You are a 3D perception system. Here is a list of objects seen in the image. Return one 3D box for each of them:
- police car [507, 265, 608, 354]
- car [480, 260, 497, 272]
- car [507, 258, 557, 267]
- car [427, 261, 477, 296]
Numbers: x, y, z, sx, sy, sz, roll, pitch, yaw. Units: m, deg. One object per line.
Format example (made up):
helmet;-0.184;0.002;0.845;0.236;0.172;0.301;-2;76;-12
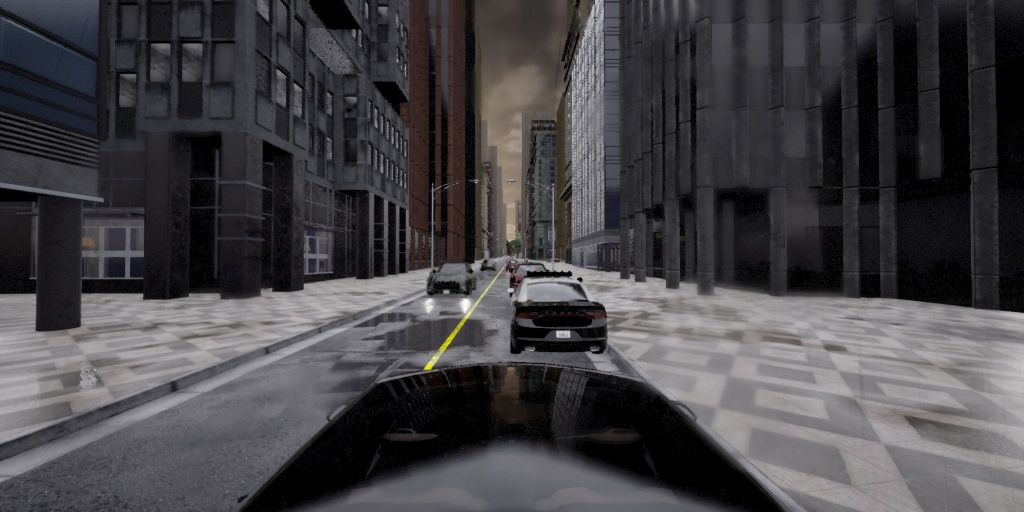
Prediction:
police car;0.907;1.177;8.911;1.930;1.638;5.238;0;0;0
car;-2.947;1.245;45.450;1.837;1.490;4.892;0;0;0
car;0.918;1.100;18.772;2.097;1.767;4.553;0;0;0
car;-3.080;1.101;19.108;2.097;1.767;4.553;0;0;0
